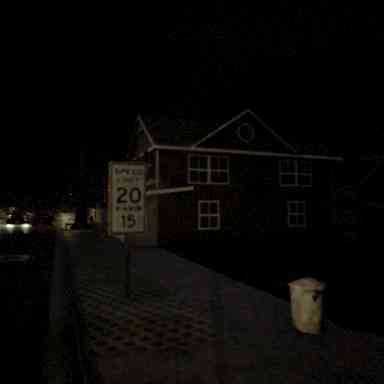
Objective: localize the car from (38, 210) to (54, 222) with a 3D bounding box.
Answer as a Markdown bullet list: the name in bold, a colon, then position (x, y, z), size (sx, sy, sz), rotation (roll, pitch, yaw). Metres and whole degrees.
- **car**: position (-20.444, 3.310, 46.614), size (1.812, 1.442, 4.674), rotation (1, -3, -21)

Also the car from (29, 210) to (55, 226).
- **car**: position (-16.250, 2.846, 36.300), size (1.882, 1.535, 5.008), rotation (1, -2, -21)

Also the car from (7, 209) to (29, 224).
- **car**: position (-20.713, 2.864, 39.901), size (2.097, 1.767, 4.553), rotation (1, -2, -22)
